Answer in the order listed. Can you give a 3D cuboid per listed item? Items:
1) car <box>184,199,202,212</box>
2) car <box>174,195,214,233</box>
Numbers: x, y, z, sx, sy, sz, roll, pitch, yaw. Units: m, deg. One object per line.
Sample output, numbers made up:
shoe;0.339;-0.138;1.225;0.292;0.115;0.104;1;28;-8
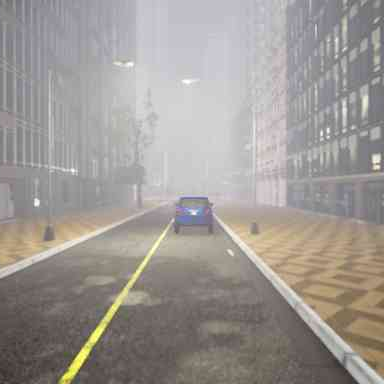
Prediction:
car;0.097;1.532;39.215;2.033;1.411;5.357;0;0;0
car;0.098;1.210;19.874;2.150;2.045;5.566;0;0;0
